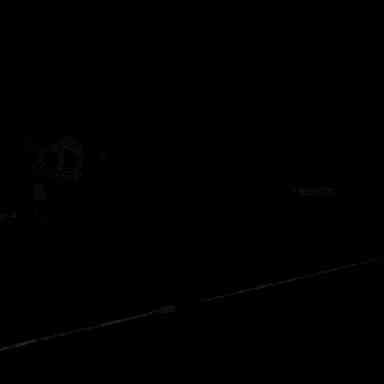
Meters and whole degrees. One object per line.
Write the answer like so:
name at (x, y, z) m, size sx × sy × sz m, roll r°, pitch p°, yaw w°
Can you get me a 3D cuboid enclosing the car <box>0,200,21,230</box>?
car at (-10.174, 1.168, 17.364) m, size 1.970 × 1.475 × 3.806 m, roll 0°, pitch 0°, yaw -35°
